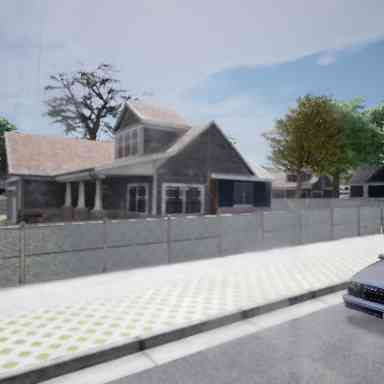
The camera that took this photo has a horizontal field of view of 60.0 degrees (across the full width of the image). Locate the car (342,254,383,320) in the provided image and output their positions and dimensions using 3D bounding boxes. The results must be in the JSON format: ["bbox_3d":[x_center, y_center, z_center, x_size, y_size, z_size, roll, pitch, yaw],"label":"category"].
[{"bbox_3d":[5.246,1.539,6.591,5.357,1.411,2.033,0,0,-35],"label":"car"}]
